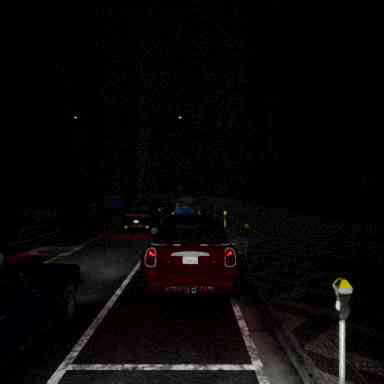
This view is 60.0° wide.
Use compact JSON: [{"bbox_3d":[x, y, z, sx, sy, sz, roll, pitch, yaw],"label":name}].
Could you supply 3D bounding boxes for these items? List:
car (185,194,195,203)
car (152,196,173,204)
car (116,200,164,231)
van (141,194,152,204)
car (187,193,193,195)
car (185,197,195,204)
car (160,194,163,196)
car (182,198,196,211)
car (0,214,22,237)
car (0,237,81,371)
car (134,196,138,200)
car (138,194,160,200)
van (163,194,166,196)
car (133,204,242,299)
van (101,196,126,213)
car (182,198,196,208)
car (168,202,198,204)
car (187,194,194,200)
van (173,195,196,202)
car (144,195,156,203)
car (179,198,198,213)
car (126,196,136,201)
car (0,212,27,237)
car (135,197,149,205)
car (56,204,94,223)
[{"bbox_3d":[-0.386,1.346,70.826,2.192,1.841,5.009,0,0,0],"label":"car"},{"bbox_3d":[-3.145,1.539,37.493,1.812,1.442,4.674,0,0,0],"label":"car"},{"bbox_3d":[-3.045,1.482,20.665,1.882,1.535,5.008,0,0,0],"label":"car"},{"bbox_3d":[-8.911,1.369,65.180,1.690,1.788,3.998,0,0,0],"label":"van"},{"bbox_3d":[-0.386,1.465,59.552,1.967,1.590,4.097,0,0,0],"label":"car"},{"bbox_3d":[-0.385,1.594,65.189,1.947,1.339,4.313,0,0,0],"label":"car"},{"bbox_3d":[-8.911,1.478,82.090,1.967,1.590,4.097,0,0,0],"label":"car"},{"bbox_3d":[-0.385,1.541,42.814,1.752,1.417,4.829,0,0,0],"label":"car"},{"bbox_3d":[-6.245,1.505,7.803,1.837,1.490,4.892,0,0,0],"label":"car"},{"bbox_3d":[-3.045,1.601,4.310,1.895,1.301,4.718,0,0,0],"label":"car"},{"bbox_3d":[-8.910,1.585,48.269,1.947,1.339,4.313,0,0,0],"label":"car"},{"bbox_3d":[-6.145,1.229,48.306,1.895,1.301,4.718,0,0,0],"label":"car"},{"bbox_3d":[-8.911,1.385,93.363,1.690,1.788,3.998,0,0,0],"label":"van"},{"bbox_3d":[-0.032,1.354,8.620,2.097,1.767,4.553,0,0,0],"label":"car"},{"bbox_3d":[-8.911,1.354,36.996,1.690,1.788,3.998,0,0,0],"label":"van"},{"bbox_3d":[-0.385,1.570,48.280,2.008,1.369,4.403,0,0,0],"label":"car"},{"bbox_3d":[-0.385,1.530,20.269,1.752,1.417,4.829,0,0,0],"label":"car"},{"bbox_3d":[-0.386,1.484,93.370,1.967,1.590,4.097,0,0,0],"label":"car"},{"bbox_3d":[-0.386,1.348,25.735,1.690,1.788,3.998,0,0,0],"label":"van"},{"bbox_3d":[-8.911,1.471,70.817,1.967,1.590,4.097,0,0,0],"label":"car"},{"bbox_3d":[-0.386,1.453,37.008,1.967,1.590,4.097,0,0,0],"label":"car"},{"bbox_3d":[-8.910,1.582,42.633,1.947,1.339,4.313,0,0,0],"label":"car"},{"bbox_3d":[-8.910,1.547,14.449,1.887,1.381,4.507,0,0,0],"label":"car"},{"bbox_3d":[-8.910,1.570,59.543,1.887,1.381,4.507,0,0,0],"label":"car"},{"bbox_3d":[-8.910,1.573,25.722,1.947,1.339,4.313,0,0,0],"label":"car"}]
